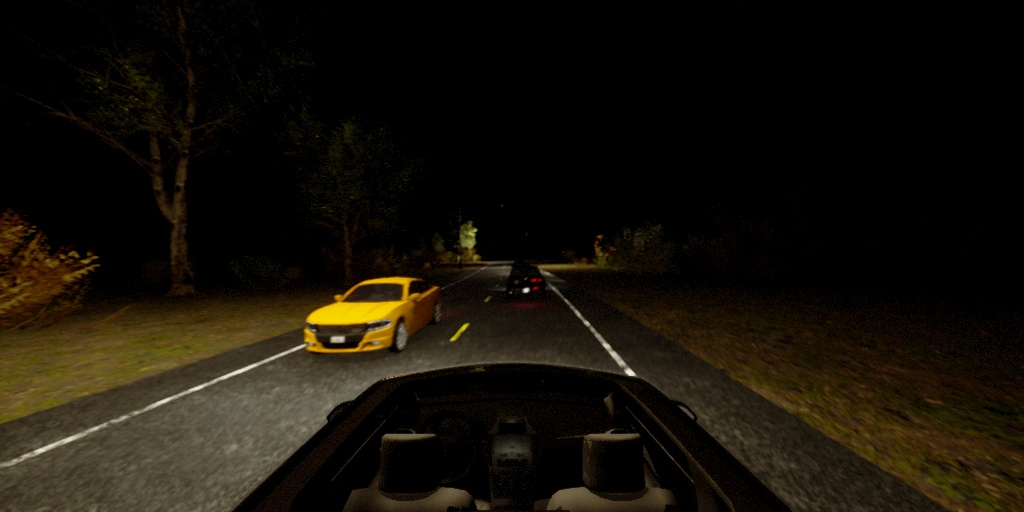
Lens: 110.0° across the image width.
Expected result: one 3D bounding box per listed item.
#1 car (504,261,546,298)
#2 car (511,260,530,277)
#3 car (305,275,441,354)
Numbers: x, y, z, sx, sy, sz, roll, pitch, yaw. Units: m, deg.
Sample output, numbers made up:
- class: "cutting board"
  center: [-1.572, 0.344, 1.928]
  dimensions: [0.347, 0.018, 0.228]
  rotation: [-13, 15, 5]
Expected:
- class: "car"
  center: [0.684, 1.227, 18.194]
  dimensions: [1.837, 1.490, 4.892]
  rotation: [-2, 1, 2]
- class: "car"
  center: [0.815, 1.223, 36.776]
  dimensions: [1.812, 1.442, 4.674]
  rotation: [-2, 0, 0]
- class: "car"
  center: [-3.215, 1.308, 9.300]
  dimensions: [1.882, 1.535, 5.008]
  rotation: [-2, 0, 2]
